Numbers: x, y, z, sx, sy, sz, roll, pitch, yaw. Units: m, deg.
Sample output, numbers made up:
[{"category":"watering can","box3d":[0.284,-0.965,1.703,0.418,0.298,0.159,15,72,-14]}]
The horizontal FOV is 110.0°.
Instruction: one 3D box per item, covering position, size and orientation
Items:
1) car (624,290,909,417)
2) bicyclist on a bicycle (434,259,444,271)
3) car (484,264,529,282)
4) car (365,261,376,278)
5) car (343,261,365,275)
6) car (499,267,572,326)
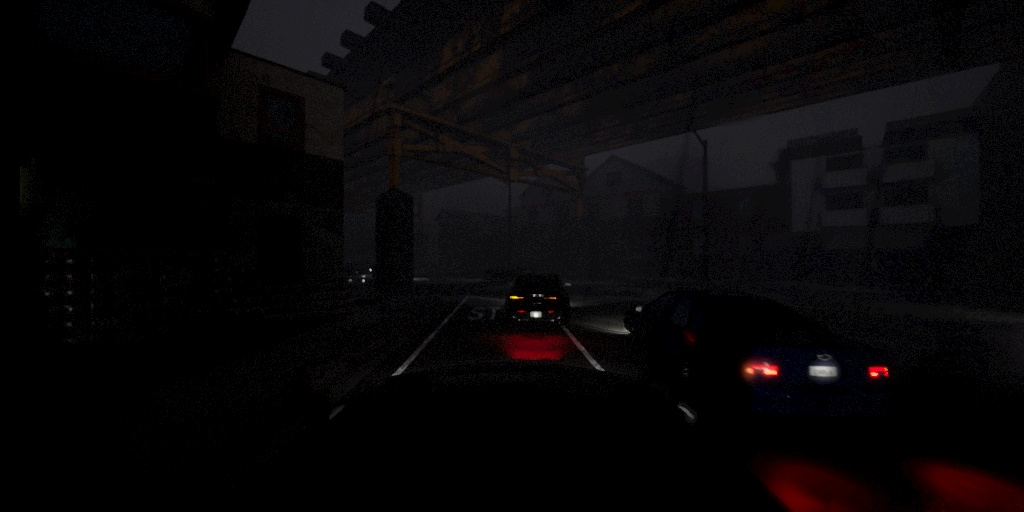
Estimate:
[{"category":"car","box3d":[3.536,1.315,6.417,2.033,1.411,5.357,0,0,3]},{"category":"bicyclist on a bicycle","box3d":[-9.695,1.217,47.725,0.582,1.620,1.656,0,0,44]},{"category":"car","box3d":[-0.215,1.338,28.449,4.902,1.511,2.128,0,0,44]},{"category":"car","box3d":[-12.043,1.372,34.738,4.892,1.490,1.837,0,0,44]},{"category":"car","box3d":[-18.694,1.489,41.167,4.718,1.301,1.895,0,0,44]},{"category":"car","box3d":[0.899,1.293,11.899,1.837,1.490,4.892,0,0,6]}]
